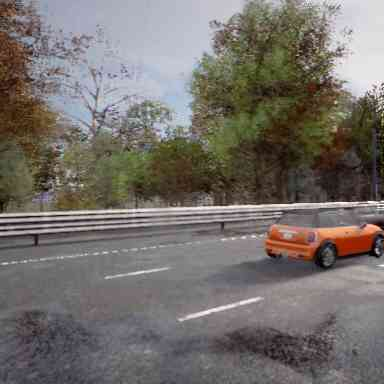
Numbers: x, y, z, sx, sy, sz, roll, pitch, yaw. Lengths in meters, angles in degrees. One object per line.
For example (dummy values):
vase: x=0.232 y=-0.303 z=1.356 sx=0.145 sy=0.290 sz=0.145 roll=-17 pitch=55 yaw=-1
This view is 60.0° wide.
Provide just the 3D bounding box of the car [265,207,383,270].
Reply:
car: x=4.640 y=1.359 z=11.354 sx=4.553 sy=1.767 sz=2.097 roll=0 pitch=0 yaw=-35
